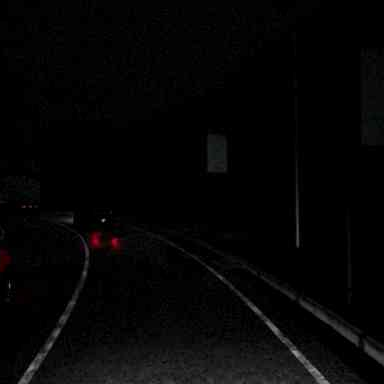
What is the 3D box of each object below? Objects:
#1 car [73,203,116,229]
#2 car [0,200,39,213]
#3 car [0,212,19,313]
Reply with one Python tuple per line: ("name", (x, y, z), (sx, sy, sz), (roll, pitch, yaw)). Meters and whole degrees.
("car", (-6.436, 1.473, 21.730), (2.128, 1.511, 4.902), (0, 0, -30))
("car", (-18.123, 1.512, 34.640), (5.357, 1.411, 2.033), (0, -1, 36))
("car", (-4.155, 1.361, 4.448), (2.097, 1.767, 4.553), (0, 0, -9))
